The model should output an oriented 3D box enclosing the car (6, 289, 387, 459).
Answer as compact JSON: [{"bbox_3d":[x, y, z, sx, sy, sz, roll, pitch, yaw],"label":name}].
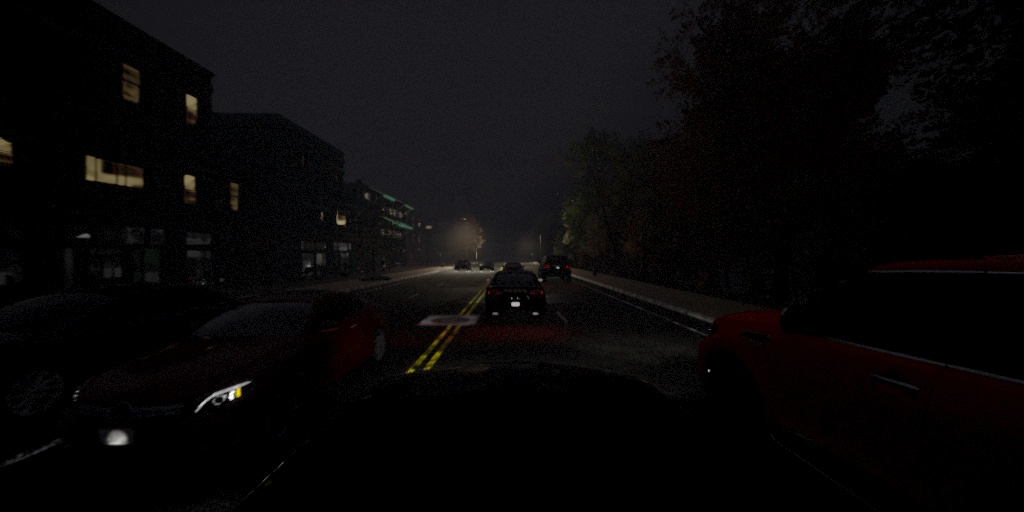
[{"bbox_3d":[-3.351,1.272,5.369,1.812,1.442,4.674,0,0,0],"label":"car"}]

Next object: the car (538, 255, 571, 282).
[{"bbox_3d":[3.352,0.946,28.933,2.150,2.045,5.566,0,0,0],"label":"car"}]

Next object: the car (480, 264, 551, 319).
[{"bbox_3d":[0.101,1.217,12.700,1.882,1.535,5.008,0,0,0],"label":"car"}]

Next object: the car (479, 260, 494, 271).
[{"bbox_3d":[-3.333,1.253,47.777,2.033,1.411,5.357,0,0,0],"label":"car"}]

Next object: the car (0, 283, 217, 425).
[{"bbox_3d":[-6.600,1.251,5.772,1.837,1.490,4.892,0,0,0],"label":"car"}]

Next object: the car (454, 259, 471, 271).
[{"bbox_3d":[-6.578,1.209,48.151,1.837,1.490,4.892,0,0,0],"label":"car"}]

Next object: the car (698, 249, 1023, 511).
[{"bbox_3d":[3.361,0.971,2.071,2.150,2.045,5.566,0,0,0],"label":"car"}]

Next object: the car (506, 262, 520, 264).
[{"bbox_3d":[0.103,1.248,30.779,1.812,1.442,4.674,0,0,0],"label":"car"}]
